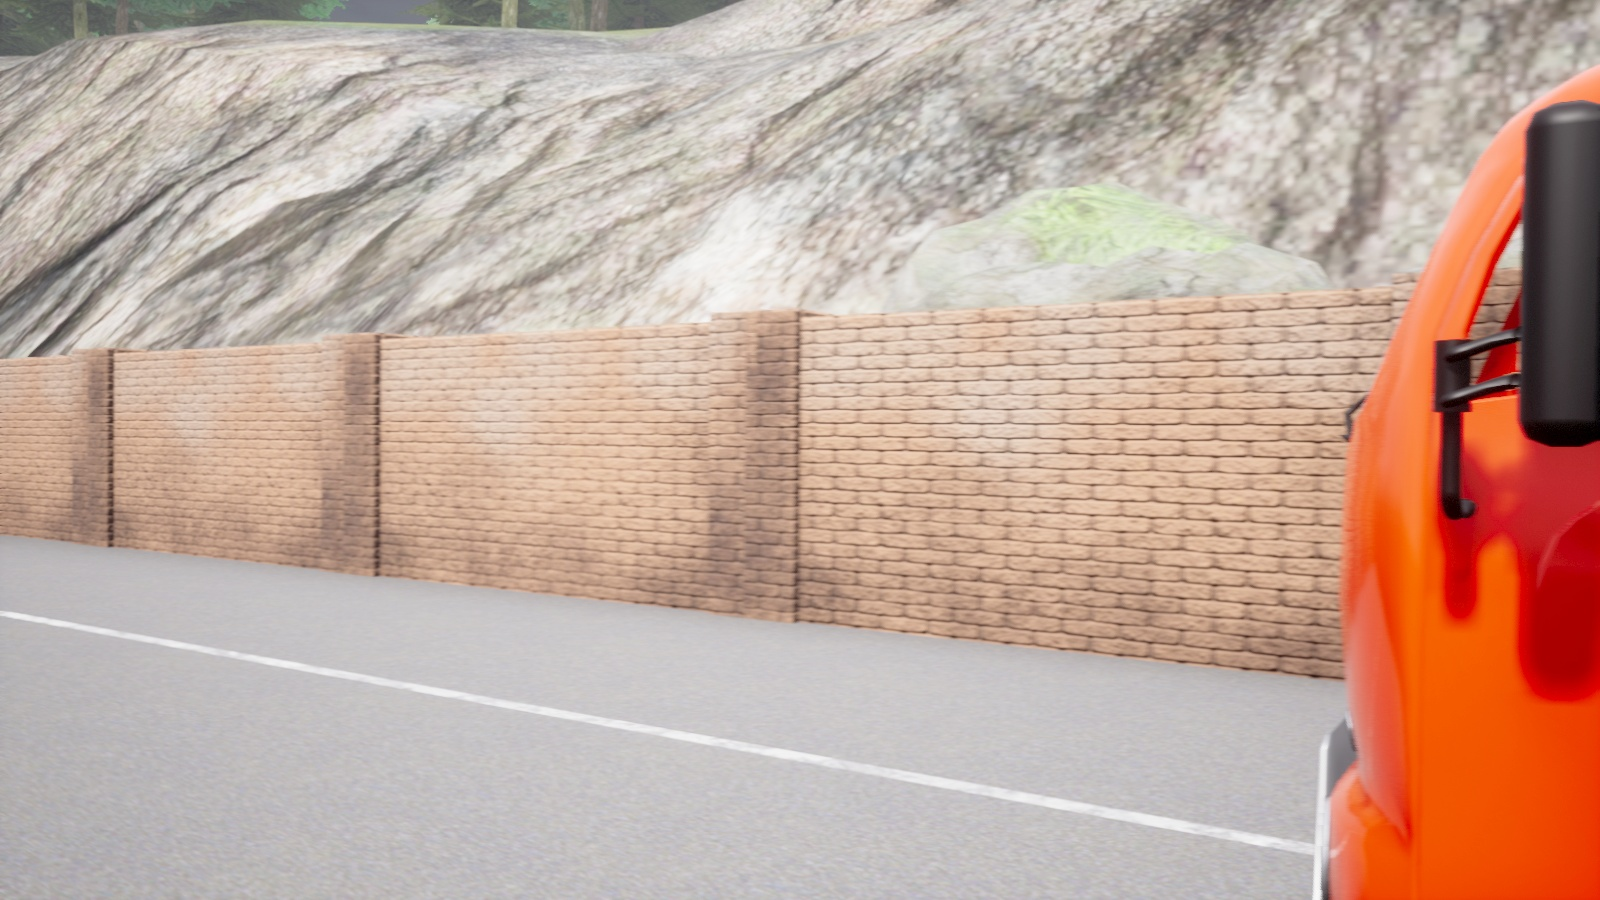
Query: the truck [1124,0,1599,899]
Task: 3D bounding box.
[{"bbox_3d":[3.344,0.198,1.397,5.204,2.467,2.627,0,1,33],"label":"truck"}]
